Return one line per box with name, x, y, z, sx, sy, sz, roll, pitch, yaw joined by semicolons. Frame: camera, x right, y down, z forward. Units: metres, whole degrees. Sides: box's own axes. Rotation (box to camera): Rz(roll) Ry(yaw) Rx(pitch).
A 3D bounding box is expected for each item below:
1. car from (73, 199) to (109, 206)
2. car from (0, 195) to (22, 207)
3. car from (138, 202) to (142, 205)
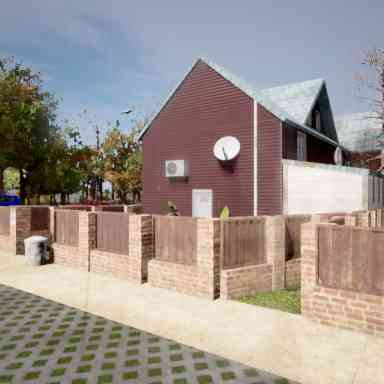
car;-11.177;1.569;35.764;1.882;1.535;5.008;0;0;35
car;-17.062;1.279;27.528;2.150;2.045;5.566;0;0;36
car;-5.141;1.615;44.197;2.128;1.511;4.902;0;0;36
